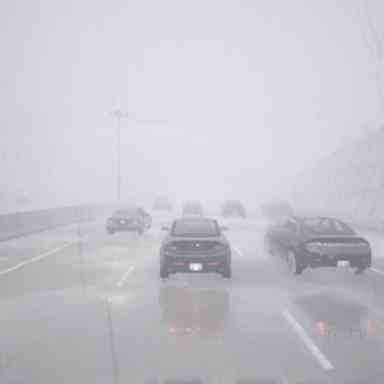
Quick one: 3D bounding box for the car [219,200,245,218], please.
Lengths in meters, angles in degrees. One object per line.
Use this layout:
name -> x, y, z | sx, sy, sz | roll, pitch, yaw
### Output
car -> 3.567, 1.478, 29.944 | 1.837, 1.490, 4.892 | 0, 0, 0

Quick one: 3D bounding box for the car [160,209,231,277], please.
car -> 0.090, 1.496, 10.195 | 1.837, 1.490, 4.892 | 0, 0, 0

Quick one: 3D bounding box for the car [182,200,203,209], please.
car -> 0.066, 1.499, 31.177 | 1.812, 1.442, 4.674 | 0, 0, 0

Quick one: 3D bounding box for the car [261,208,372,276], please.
car -> 3.590, 1.481, 10.327 | 2.128, 1.511, 4.902 | 0, 0, 0

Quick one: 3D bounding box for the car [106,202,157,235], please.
car -> -3.420, 1.533, 18.846 | 2.033, 1.411, 5.357 | 0, 0, 0

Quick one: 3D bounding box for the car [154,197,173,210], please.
car -> -3.444, 1.320, 39.643 | 2.097, 1.767, 4.553 | 0, 0, 0

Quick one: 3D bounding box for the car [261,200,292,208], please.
car -> 7.070, 1.478, 27.917 | 1.837, 1.490, 4.892 | 0, 0, 0
